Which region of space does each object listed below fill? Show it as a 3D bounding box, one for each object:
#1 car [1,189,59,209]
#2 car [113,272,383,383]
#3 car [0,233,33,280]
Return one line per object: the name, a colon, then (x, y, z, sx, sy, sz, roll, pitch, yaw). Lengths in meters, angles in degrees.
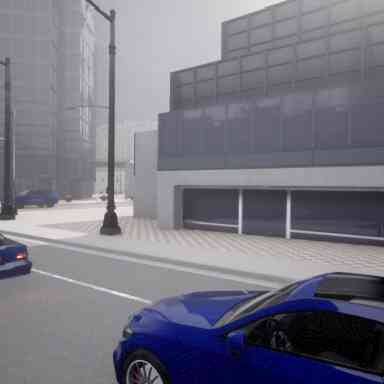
car: (-16.962, 0.670, 35.209, 2.150, 2.045, 5.566, 1, 1, 36)
car: (1.322, 1.517, 3.045, 4.674, 1.442, 1.812, 0, 0, 36)
car: (-6.221, 1.441, 8.507, 5.357, 1.411, 2.033, 1, 1, 36)
